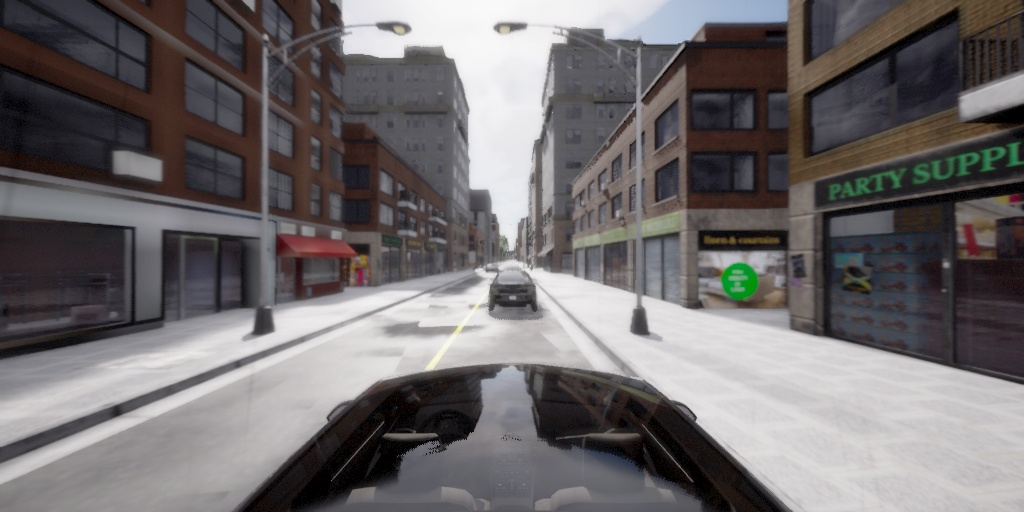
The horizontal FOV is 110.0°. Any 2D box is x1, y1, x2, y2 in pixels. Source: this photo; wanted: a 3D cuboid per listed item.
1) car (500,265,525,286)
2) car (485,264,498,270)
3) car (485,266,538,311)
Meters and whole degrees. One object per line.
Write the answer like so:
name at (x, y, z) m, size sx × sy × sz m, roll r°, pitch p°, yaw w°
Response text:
car at (0.042, 1.536, 29.198) m, size 1.837 × 1.490 × 4.892 m, roll 0°, pitch 0°, yaw 0°
car at (-3.081, 1.868, 54.941) m, size 1.994 × 1.385 × 4.181 m, roll 0°, pitch -1°, yaw 0°
car at (0.050, 1.364, 15.333) m, size 1.882 × 1.535 × 5.008 m, roll 0°, pitch 0°, yaw 0°
